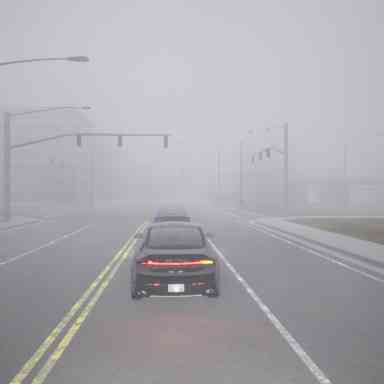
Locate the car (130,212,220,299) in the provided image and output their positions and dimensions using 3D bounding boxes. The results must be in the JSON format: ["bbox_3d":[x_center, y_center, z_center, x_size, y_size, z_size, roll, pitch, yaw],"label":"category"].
[{"bbox_3d":[-0.445,1.505,8.484,1.837,1.490,4.892,0,0,-4],"label":"car"}]

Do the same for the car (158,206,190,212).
[{"bbox_3d":[-1.086,1.478,17.956,1.882,1.535,5.008,0,0,-4],"label":"car"}]
